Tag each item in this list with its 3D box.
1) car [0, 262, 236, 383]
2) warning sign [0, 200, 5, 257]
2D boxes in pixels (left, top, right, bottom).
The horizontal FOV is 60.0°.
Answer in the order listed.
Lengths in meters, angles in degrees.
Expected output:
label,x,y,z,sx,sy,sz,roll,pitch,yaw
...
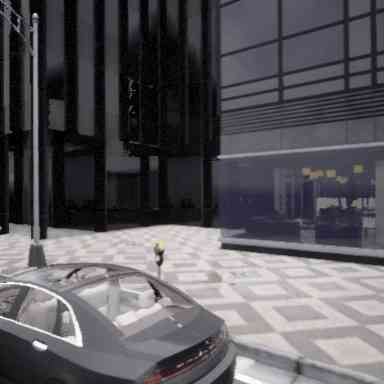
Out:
label,x,y,z,sx,sy,sz,roll,pitch,yaw
car,-1.603,1.577,4.106,4.403,1.369,2.008,-1,0,35
warning sign,-7.001,1.203,10.781,1.060,1.860,1.300,-1,0,35
